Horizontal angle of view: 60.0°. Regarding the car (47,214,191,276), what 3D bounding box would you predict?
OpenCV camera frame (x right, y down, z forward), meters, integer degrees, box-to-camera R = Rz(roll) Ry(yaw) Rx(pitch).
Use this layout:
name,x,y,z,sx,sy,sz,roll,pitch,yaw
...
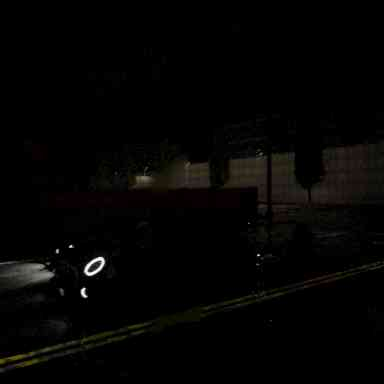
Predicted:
name,x,y,z,sx,sy,sz,roll,pitch,yaw
car,-2.308,1.549,10.905,4.181,1.385,1.994,0,0,-35

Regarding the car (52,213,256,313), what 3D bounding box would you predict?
name,x,y,z,sx,sy,sz,roll,pitch,yaw
car,-0.693,1.338,7.763,4.553,1.767,2.097,0,0,-35
